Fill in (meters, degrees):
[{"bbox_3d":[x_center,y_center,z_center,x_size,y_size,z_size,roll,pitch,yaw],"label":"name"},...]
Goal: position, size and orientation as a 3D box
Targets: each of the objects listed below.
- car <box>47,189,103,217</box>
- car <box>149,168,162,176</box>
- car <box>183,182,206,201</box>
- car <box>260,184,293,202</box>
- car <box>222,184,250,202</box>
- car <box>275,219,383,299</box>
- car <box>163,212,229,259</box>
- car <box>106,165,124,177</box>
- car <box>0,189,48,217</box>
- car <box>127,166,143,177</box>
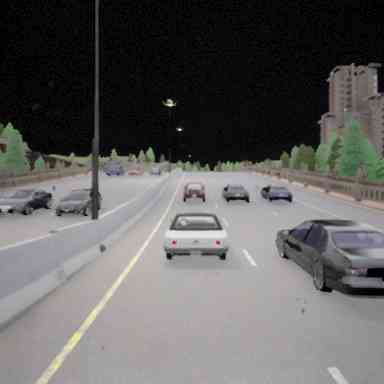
[{"bbox_3d":[-7.032,0.613,21.124,1.837,1.490,4.892,0,5,0],"label":"car"},{"bbox_3d":[-6.803,-3.779,62.393,1.812,1.442,4.674,0,6,1],"label":"car"},{"bbox_3d":[0.194,-0.118,29.000,1.812,1.442,4.674,0,6,0],"label":"car"},{"bbox_3d":[7.191,-0.025,28.627,1.994,1.385,4.181,0,6,0],"label":"car"},{"bbox_3d":[3.690,-0.022,28.534,1.994,1.385,4.181,0,6,0],"label":"car"},{"bbox_3d":[3.617,1.410,8.487,2.033,1.411,5.357,0,2,0],"label":"car"},{"bbox_3d":[0.129,1.336,11.518,1.895,1.301,4.718,0,3,0],"label":"car"},{"bbox_3d":[-13.811,-3.853,60.213,2.150,2.045,5.566,0,6,1],"label":"car"},{"bbox_3d":[-10.532,0.587,21.158,2.128,1.511,4.902,0,5,0],"label":"car"},{"bbox_3d":[-10.316,-3.738,60.380,2.097,1.767,4.553,0,6,1],"label":"car"}]
